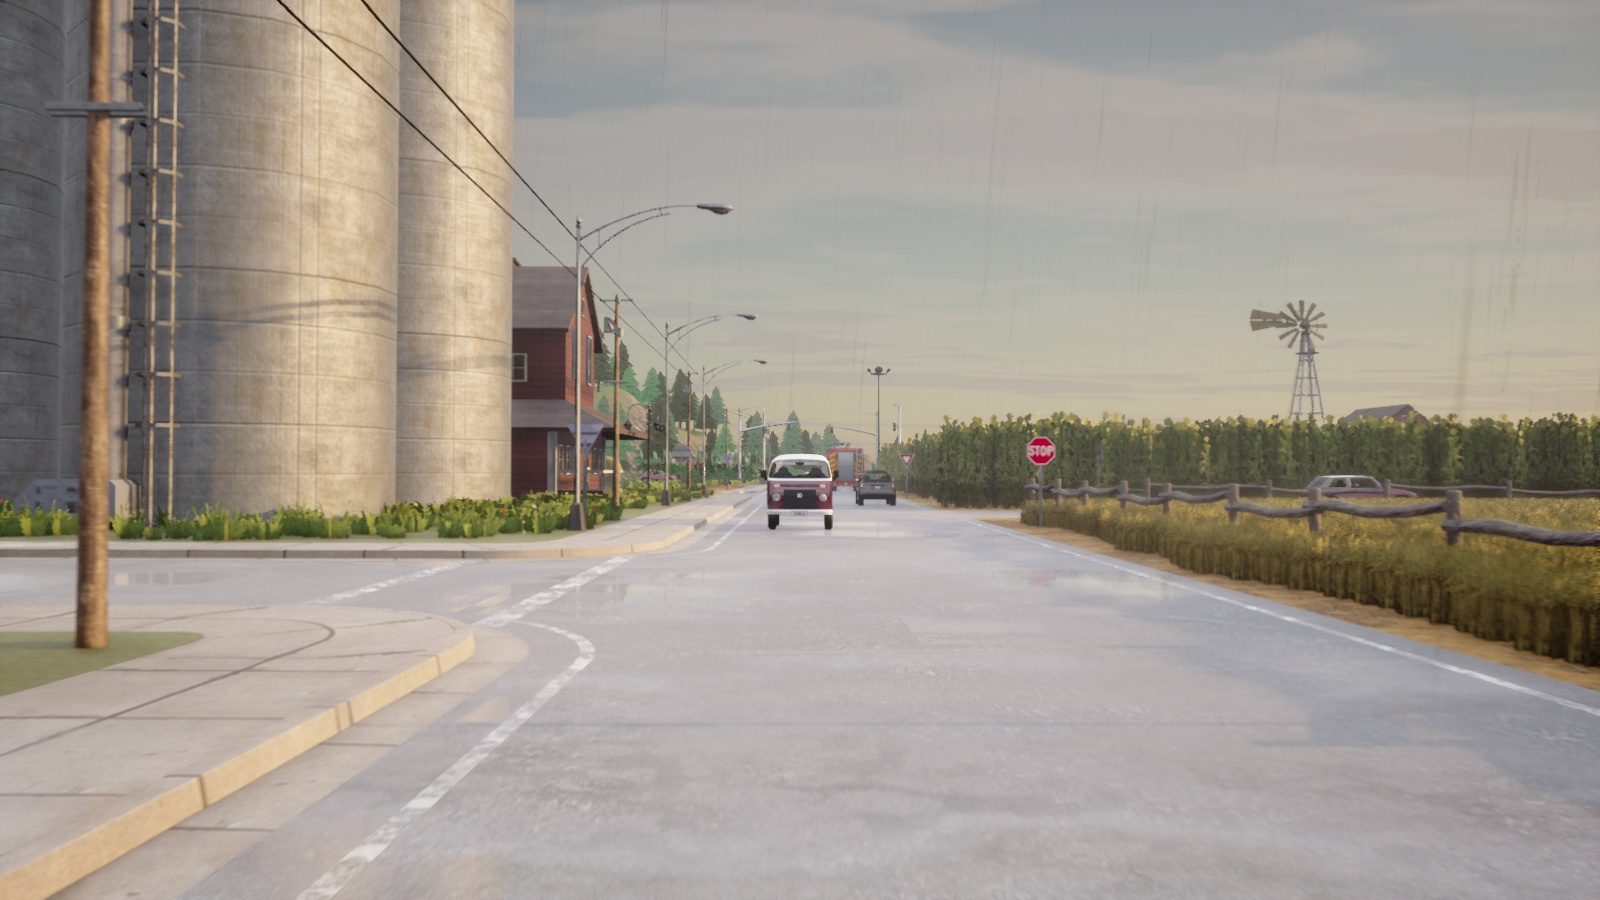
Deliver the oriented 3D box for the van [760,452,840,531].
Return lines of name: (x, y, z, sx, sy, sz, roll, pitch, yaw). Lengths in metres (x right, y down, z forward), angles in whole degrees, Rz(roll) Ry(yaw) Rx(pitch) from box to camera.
van: (0.031, 1.119, 34.755, 2.069, 2.038, 4.480, 0, -1, 1)

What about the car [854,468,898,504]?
car: (3.516, 1.679, 58.670, 1.851, 1.617, 3.988, 0, -1, 0)

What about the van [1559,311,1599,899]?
van: (3.495, 0.554, 1.803, 2.069, 2.038, 4.480, 0, -1, 0)

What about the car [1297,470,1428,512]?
car: (20.079, 1.450, 44.954, 3.806, 1.475, 1.970, 0, -1, 0)
